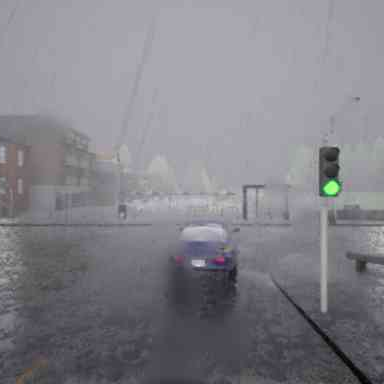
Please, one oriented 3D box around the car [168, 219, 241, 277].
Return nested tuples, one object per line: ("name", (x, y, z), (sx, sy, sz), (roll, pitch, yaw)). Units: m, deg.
("car", (0.499, 1.544, 10.277), (1.812, 1.442, 4.674), (0, 0, 8))
